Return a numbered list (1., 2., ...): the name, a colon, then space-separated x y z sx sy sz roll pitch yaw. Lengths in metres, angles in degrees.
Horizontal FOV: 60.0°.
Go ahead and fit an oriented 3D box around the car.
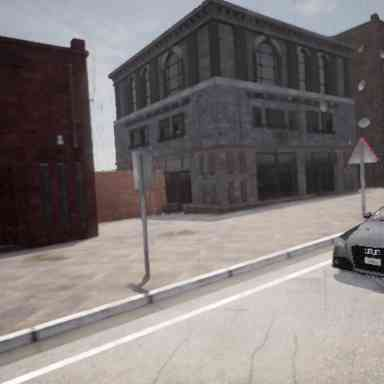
1. car: 4.863 0.877 7.147 4.181 1.385 1.994 -7 4 -35
